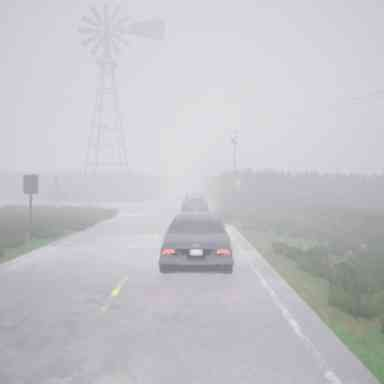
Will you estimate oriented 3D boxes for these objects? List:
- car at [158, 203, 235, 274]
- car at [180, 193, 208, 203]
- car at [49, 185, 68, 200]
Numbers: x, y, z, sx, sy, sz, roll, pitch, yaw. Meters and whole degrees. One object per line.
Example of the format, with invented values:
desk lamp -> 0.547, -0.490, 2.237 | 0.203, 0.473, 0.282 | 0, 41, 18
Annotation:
car -> 0.133, 1.282, 9.684 | 2.033, 1.411, 5.357 | 0, 2, 1
car -> 0.136, 0.830, 24.397 | 2.128, 1.511, 4.902 | 0, 2, -2
car -> -17.053, 0.062, 42.408 | 1.905, 1.878, 3.866 | -1, 2, -31
